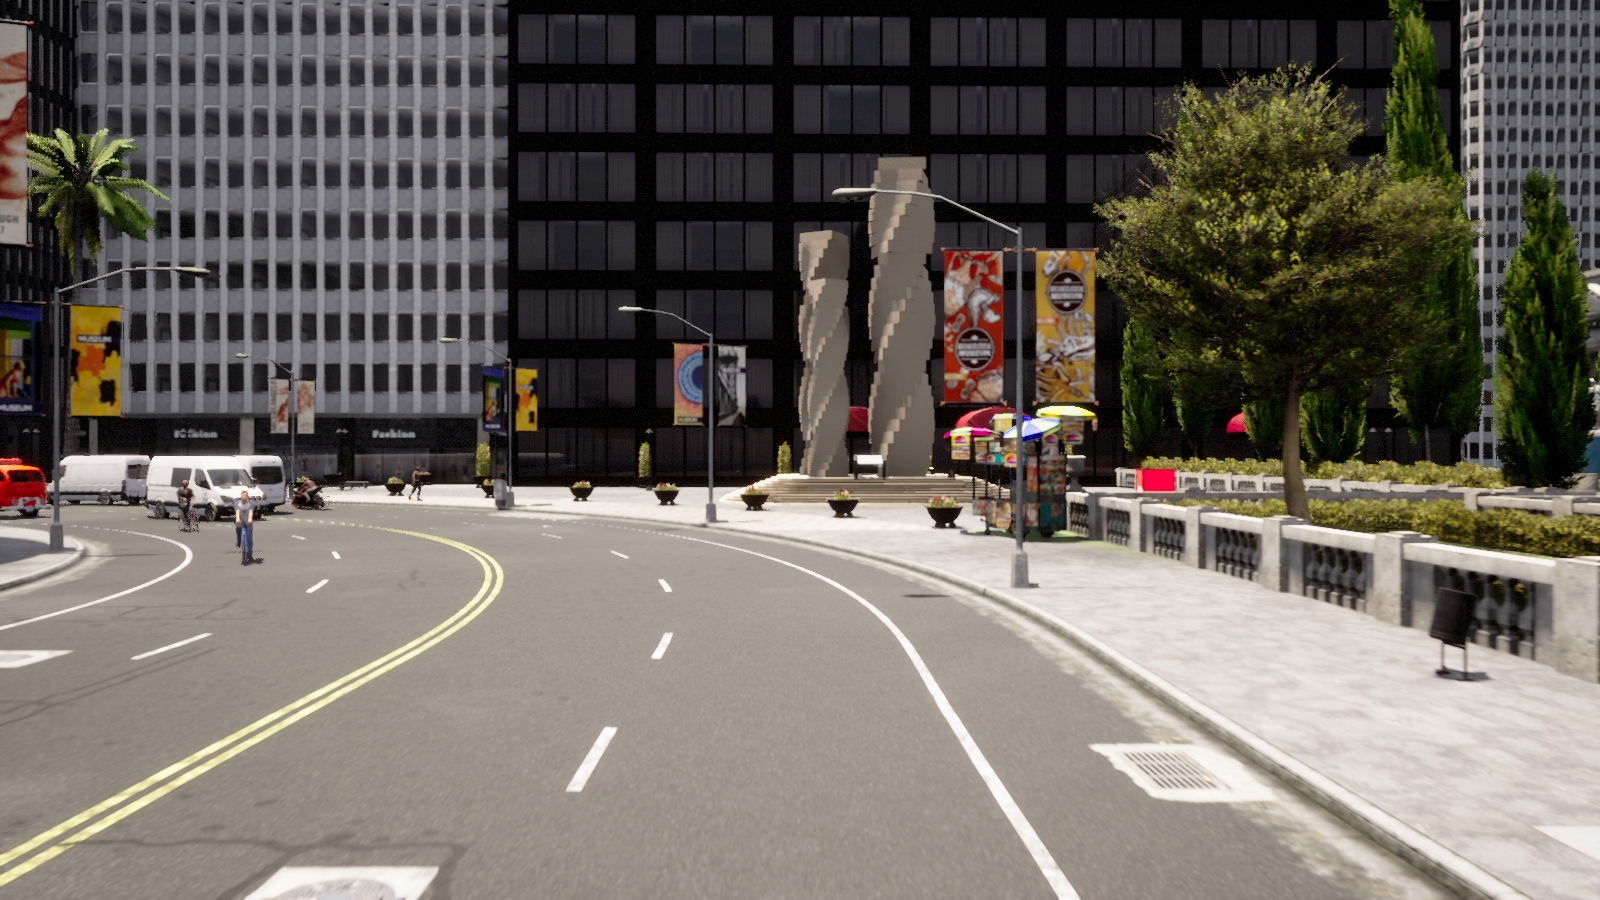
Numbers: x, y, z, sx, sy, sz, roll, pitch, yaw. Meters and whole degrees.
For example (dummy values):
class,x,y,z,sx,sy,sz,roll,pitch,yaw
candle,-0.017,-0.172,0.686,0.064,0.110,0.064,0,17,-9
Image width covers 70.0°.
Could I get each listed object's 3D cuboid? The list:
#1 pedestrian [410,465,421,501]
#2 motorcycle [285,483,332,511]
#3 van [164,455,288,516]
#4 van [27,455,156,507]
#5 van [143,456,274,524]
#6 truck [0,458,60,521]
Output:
class,x,y,z,sx,sy,sz,roll,pitch,yaw
pedestrian,-19.909,1.698,59.206,0.375,1.860,0.375,0,0,17
motorcycle,-23.111,2.207,53.689,2.209,1.251,0.867,0,1,30
van,-25.731,1.537,51.160,5.915,2.561,1.988,0,0,29
van,-36.309,1.538,58.558,5.915,2.561,1.988,0,0,13
van,-23.904,1.536,46.060,5.915,2.561,1.988,0,0,33
truck,-33.707,1.565,47.162,5.204,2.467,2.627,0,0,18
